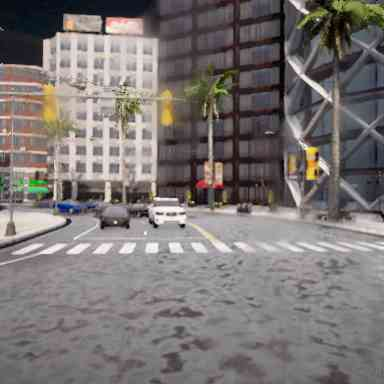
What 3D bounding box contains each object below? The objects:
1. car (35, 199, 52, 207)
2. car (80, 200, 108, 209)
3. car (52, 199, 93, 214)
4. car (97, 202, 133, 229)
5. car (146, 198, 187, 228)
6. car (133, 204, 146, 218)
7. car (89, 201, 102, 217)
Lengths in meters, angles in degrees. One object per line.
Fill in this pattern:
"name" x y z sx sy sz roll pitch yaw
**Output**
"car" -25.151 1.949 58.097 4.181 1.385 1.994 0 -1 16
"car" -15.995 1.979 54.129 4.181 1.385 1.994 0 -1 30
"car" -14.569 1.766 40.280 5.008 1.535 1.882 0 -1 41
"car" -5.270 1.668 23.228 1.882 1.535 5.008 1 -1 -11
"car" -1.882 1.448 24.256 2.150 2.045 5.566 1 -1 -12
"car" -5.008 1.895 33.506 1.895 1.301 4.718 1 -1 -28
"car" -8.178 1.857 32.099 1.895 1.301 4.718 1 -1 -29
